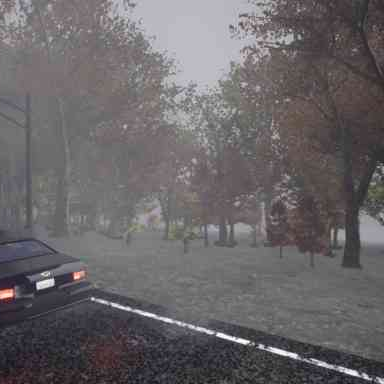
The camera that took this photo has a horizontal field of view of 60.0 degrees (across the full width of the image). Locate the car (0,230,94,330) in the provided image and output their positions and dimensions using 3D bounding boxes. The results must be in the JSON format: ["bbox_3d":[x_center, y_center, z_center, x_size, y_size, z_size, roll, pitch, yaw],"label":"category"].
[{"bbox_3d":[-4.181,1.506,6.621,5.357,1.411,2.033,-2,1,39],"label":"car"}]
